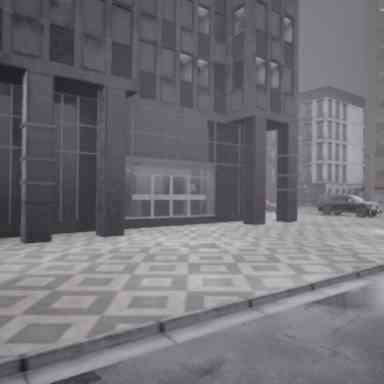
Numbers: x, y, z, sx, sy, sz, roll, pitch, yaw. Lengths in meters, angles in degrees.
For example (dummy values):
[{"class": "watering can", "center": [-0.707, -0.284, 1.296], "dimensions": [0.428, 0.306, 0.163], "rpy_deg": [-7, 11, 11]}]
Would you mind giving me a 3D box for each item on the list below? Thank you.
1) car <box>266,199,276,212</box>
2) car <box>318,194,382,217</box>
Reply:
[{"class": "car", "center": [8.656, 1.557, 39.048], "dimensions": [1.812, 1.442, 4.674], "rpy_deg": [1, -1, -35]}, {"class": "car", "center": [14.482, 1.249, 30.927], "dimensions": [2.150, 2.045, 5.566], "rpy_deg": [1, -1, -36]}]
